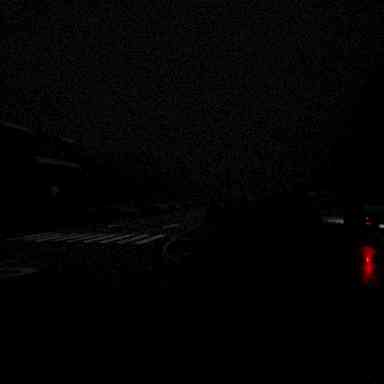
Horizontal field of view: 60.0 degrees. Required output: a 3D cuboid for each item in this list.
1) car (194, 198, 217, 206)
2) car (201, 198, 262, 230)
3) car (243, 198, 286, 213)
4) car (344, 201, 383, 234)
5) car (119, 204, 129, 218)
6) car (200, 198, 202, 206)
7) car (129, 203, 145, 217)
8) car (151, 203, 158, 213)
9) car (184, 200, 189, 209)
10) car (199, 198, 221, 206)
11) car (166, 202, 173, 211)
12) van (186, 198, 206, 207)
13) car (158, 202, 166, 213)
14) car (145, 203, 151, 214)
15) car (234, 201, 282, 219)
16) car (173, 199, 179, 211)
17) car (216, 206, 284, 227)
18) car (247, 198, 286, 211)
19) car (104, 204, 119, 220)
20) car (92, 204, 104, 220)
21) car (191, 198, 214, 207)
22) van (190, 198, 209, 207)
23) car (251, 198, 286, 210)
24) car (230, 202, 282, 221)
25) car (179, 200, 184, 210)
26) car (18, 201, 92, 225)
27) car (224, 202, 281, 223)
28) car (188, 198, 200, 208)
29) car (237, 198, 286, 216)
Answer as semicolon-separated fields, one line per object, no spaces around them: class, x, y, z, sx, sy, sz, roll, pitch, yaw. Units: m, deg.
car;3.476;2.614;86.586;5.566;2.045;2.435;-1;-1;-5
car;3.758;1.607;23.653;5.566;2.045;2.435;0;-1;-5
car;10.169;1.903;46.955;5.566;2.045;2.435;0;-1;-5
car;8.844;1.182;16.593;1.812;1.442;4.674;-1;2;16
car;-9.909;2.128;38.076;4.553;1.767;2.185;-1;-1;-5
car;-0.463;2.689;72.314;4.892;1.521;2.231;-1;-1;-5
car;-8.908;2.282;40.949;5.366;1.575;1.946;-1;-1;-5
car;-7.549;2.392;46.623;4.792;1.488;2.163;-1;-1;-5
car;-3.574;2.572;60.905;4.792;1.488;2.163;-1;-1;-5
car;4.991;2.685;92.271;5.566;2.045;2.435;-1;-1;-5
car;-6.137;2.435;52.315;5.366;1.575;1.946;-1;-1;-5
van;0.980;2.536;78.005;4.442;1.987;1.878;-1;-1;-5
car;-6.737;2.397;49.476;5.008;1.535;2.097;-1;-1;-4
car;-8.310;2.326;43.774;4.892;1.521;2.231;-1;-1;-4
car;6.962;1.881;35.301;4.553;1.767;2.185;0;0;-5
car;-5.168;2.470;55.194;5.008;1.535;2.097;-1;-1;-5
car;4.539;1.896;26.550;4.892;1.521;2.231;0;0;-5
car;11.706;1.977;52.783;5.566;2.045;2.435;0;0;-5
car;-10.664;2.217;35.222;4.892;1.521;2.231;-1;-1;-5
car;-11.442;2.220;32.368;4.674;1.452;2.002;-1;-1;-5
car;2.691;2.578;83.733;5.566;2.045;2.435;-1;-1;-5
van;1.765;2.572;80.858;4.442;1.987;1.878;-1;-1;-5
car;13.370;2.052;58.613;5.566;2.045;2.435;0;-1;-5
car;6.166;1.843;32.381;4.553;1.767;2.185;0;0;-5
car;-4.568;2.508;58.020;5.366;1.575;1.946;-1;-1;-5
car;-12.260;1.893;29.510;5.566;2.045;2.435;-1;-1;-5
car;5.303;1.806;29.468;4.553;1.767;2.185;0;-1;-5
car;-1.283;2.527;69.456;4.553;1.767;2.185;-1;-1;-5
car;8.508;1.829;41.119;5.566;2.045;2.435;0;0;-5
